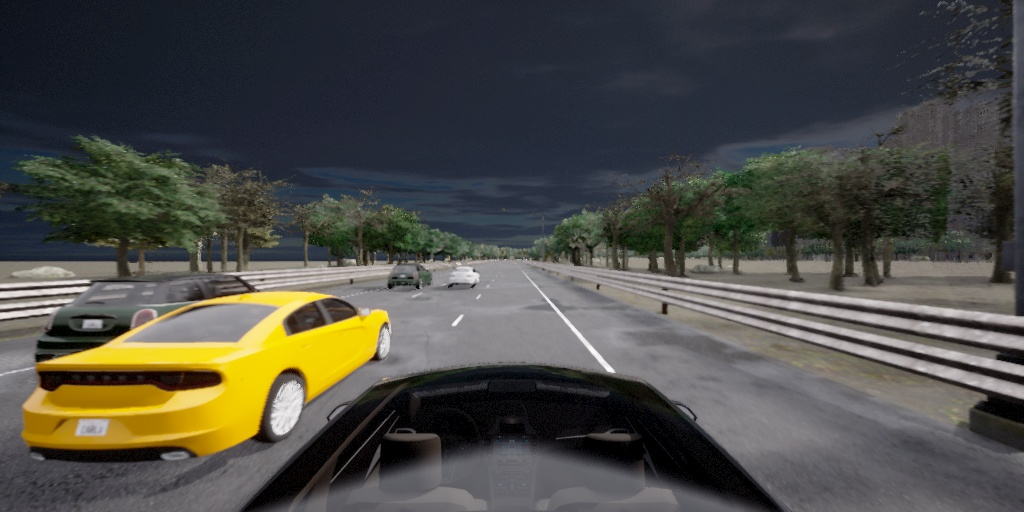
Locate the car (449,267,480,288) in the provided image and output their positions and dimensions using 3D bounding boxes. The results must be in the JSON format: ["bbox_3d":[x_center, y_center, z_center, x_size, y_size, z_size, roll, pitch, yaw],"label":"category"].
[{"bbox_3d":[-3.404,1.490,26.030,1.812,1.442,4.674,0,-1,0],"label":"car"}]

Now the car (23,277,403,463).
[{"bbox_3d":[-3.402,1.259,5.383,1.882,1.535,5.008,0,-1,0],"label":"car"}]

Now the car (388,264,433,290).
[{"bbox_3d":[-6.903,1.305,24.782,2.097,1.767,4.553,0,-1,0],"label":"car"}]

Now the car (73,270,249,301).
[{"bbox_3d":[-6.902,1.156,8.027,2.097,1.767,4.553,0,0,0],"label":"car"}]
